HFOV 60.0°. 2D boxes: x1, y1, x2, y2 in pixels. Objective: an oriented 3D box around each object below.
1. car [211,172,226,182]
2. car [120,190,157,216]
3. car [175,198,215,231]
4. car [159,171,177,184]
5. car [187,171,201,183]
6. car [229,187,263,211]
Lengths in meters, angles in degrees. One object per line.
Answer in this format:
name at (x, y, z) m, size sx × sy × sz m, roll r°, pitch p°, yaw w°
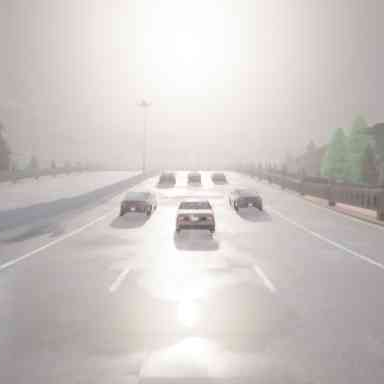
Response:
car at (3.830, -2.249, 48.381) m, size 1.994 × 1.385 × 4.181 m, roll 0°, pitch 6°, yaw 0°
car at (-3.319, 0.594, 21.042) m, size 1.812 × 1.442 × 4.674 m, roll 0°, pitch 5°, yaw 0°
car at (0.152, 0.988, 16.301) m, size 2.033 × 1.411 × 5.357 m, roll 0°, pitch 4°, yaw 0°
car at (-3.190, -2.055, 44.604) m, size 2.097 × 1.767 × 4.553 m, roll 0°, pitch 6°, yaw 0°
car at (0.321, -2.159, 46.743) m, size 1.882 × 1.535 × 5.008 m, roll 0°, pitch 6°, yaw 0°
car at (3.692, 0.394, 23.154) m, size 1.812 × 1.442 × 4.674 m, roll 0°, pitch 6°, yaw 0°
